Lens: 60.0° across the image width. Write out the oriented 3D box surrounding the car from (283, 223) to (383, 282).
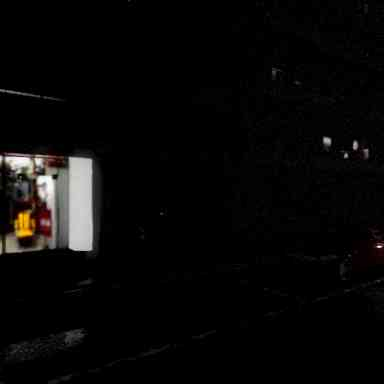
[{"bbox_3d":[4.500,1.608,9.774,4.206,1.307,1.802,0,0,-36],"label":"car"}]
